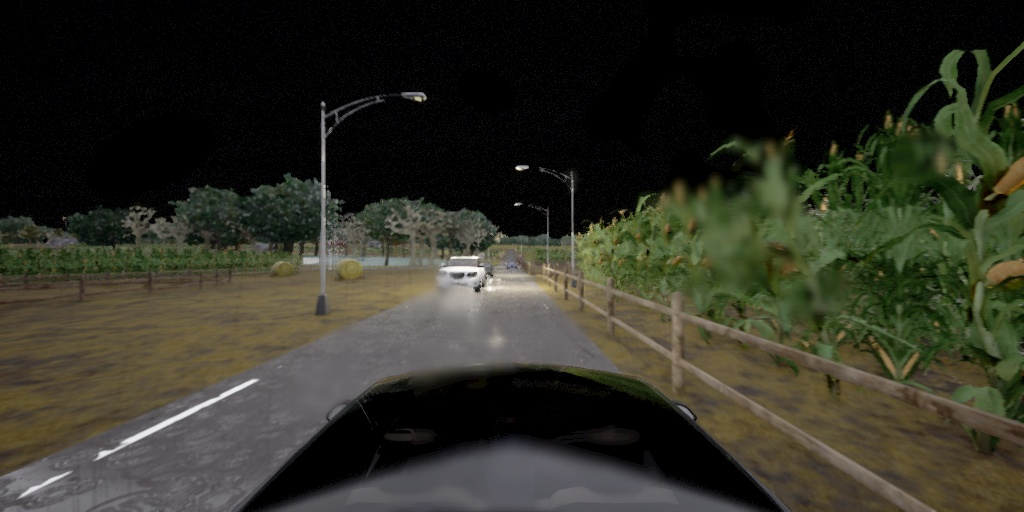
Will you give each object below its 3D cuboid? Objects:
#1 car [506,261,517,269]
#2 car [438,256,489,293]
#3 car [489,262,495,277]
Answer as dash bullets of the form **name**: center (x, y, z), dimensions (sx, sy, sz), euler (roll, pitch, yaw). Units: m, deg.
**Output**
- **car**: center (-0.014, 1.591, 62.967), dimensions (2.033, 1.411, 5.357), euler (0, -1, 0)
- **car**: center (-2.776, 1.000, 21.033), dimensions (2.150, 2.045, 5.566), euler (0, -1, 0)
- **car**: center (-2.758, 1.364, 35.939), dimensions (1.837, 1.490, 4.892), euler (0, -1, 0)
